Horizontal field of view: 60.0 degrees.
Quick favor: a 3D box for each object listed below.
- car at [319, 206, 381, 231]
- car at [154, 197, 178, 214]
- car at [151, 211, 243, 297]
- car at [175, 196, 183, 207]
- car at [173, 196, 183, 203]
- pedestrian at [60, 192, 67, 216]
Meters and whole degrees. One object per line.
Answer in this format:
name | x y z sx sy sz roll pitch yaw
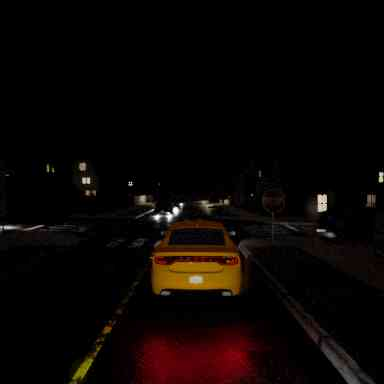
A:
car | 11.001 1.698 21.956 5.008 1.535 1.882 2 1 2
car | -2.870 1.539 35.058 2.033 1.411 5.357 0 0 0
car | 0.148 1.475 8.634 1.882 1.535 5.008 0 0 2
car | -2.860 1.476 49.437 2.128 1.511 4.902 0 0 0
car | -2.801 1.493 67.120 1.812 1.442 4.674 0 0 0
pedestrian | -9.695 0.862 25.144 0.375 1.860 0.375 0 0 1
